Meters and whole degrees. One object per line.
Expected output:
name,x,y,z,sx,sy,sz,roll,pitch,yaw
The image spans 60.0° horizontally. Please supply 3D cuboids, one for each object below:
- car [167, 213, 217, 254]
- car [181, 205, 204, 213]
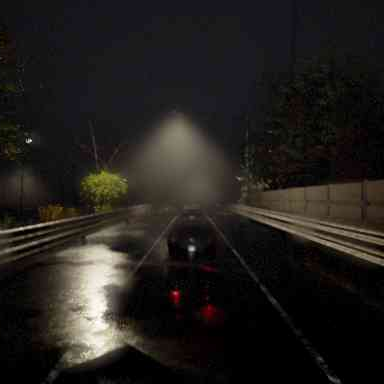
car,0.020,1.805,14.363,1.895,1.301,4.718,0,-1,1
car,0.022,1.913,29.597,2.128,1.511,4.902,0,-1,0
